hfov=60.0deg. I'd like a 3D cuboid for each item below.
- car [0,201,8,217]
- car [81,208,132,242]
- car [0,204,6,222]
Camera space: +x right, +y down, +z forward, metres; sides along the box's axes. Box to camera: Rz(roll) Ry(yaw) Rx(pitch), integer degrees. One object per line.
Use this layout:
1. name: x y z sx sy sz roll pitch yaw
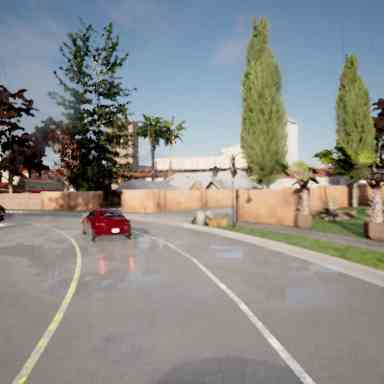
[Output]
1. car: -21.228 1.730 34.076 4.892 1.490 1.837 -1 -1 30
2. car: -4.319 1.520 16.538 1.812 1.442 4.674 0 0 -26
3. car: -16.538 1.674 26.434 4.674 1.442 1.812 -1 0 40
